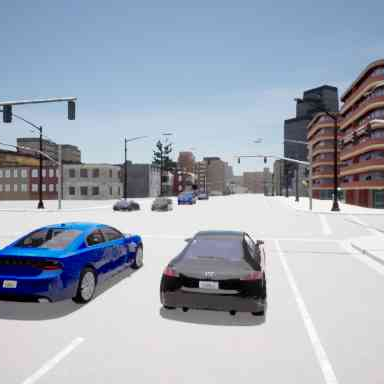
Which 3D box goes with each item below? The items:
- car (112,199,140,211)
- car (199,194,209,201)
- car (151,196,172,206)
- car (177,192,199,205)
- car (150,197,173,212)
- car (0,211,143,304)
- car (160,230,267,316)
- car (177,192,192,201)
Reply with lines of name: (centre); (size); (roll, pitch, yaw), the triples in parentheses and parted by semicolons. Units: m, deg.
car: (-7.346, 1.512, 37.504); (1.994, 1.385, 4.181); (0, 0, 11)
car: (2.271, 1.058, 68.023); (2.033, 1.411, 5.357); (0, 1, 11)
car: (-4.611, 1.413, 51.454); (1.895, 1.301, 4.718); (0, 1, 12)
car: (-0.807, 1.001, 52.697); (2.150, 2.045, 5.566); (0, 1, 10)
car: (-3.418, 1.451, 38.138); (1.837, 1.490, 4.892); (0, 0, 7)
car: (-2.747, 1.478, 8.312); (1.882, 1.535, 5.008); (0, 0, 11)
car: (0.690, 1.564, 7.665); (1.994, 1.385, 4.181); (0, 0, 12)
car: (-1.473, 0.893, 67.196); (2.097, 1.767, 4.553); (0, 1, 11)
